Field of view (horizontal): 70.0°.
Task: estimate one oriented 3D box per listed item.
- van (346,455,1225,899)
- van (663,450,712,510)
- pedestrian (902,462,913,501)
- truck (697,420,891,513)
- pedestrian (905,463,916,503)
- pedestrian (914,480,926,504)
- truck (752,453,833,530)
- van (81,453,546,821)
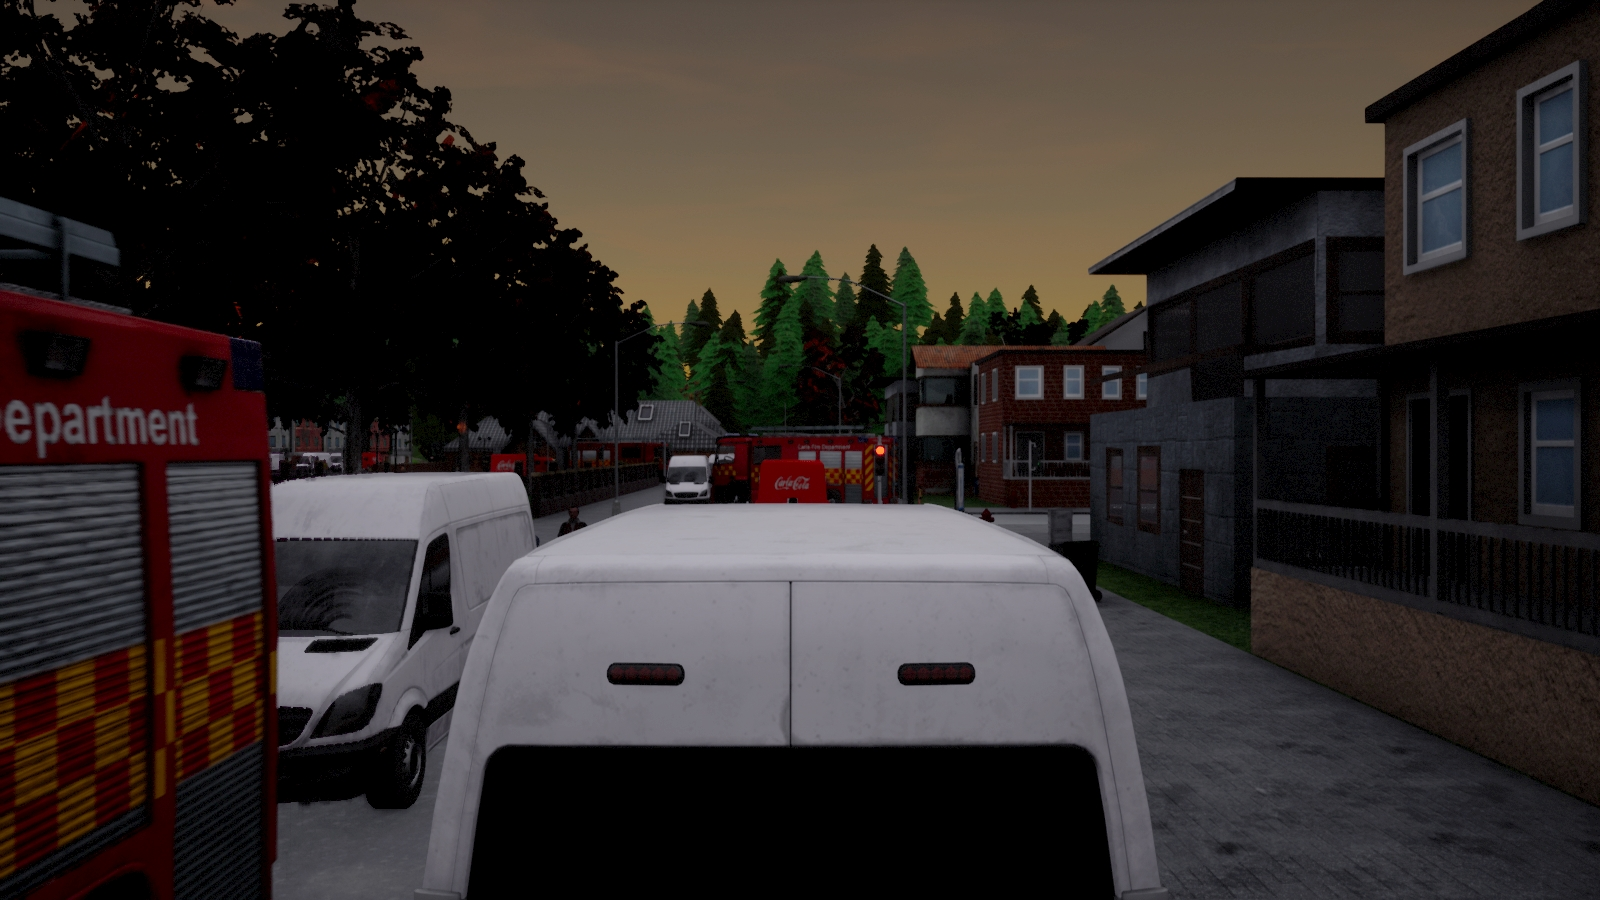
[{"bbox_3d":[-0.041,1.314,5.541,1.988,2.561,5.915,0,0,0],"label":"van"},{"bbox_3d":[-5.068,1.314,52.167,1.988,2.561,5.915,-1,0,-3],"label":"van"},{"bbox_3d":[5.131,1.516,54.738,0.375,1.860,0.375,0,0,-30],"label":"pedestrian"},{"bbox_3d":[-0.369,0.669,50.531,8.468,3.827,2.891,0,0,36],"label":"truck"},{"bbox_3d":[5.085,1.515,52.590,0.375,1.860,0.375,0,0,-27],"label":"pedestrian"},{"bbox_3d":[5.410,1.895,51.658,0.500,1.100,0.500,0,0,10],"label":"pedestrian"},{"bbox_3d":[-0.258,1.348,39.562,2.627,2.467,5.204,0,0,0],"label":"truck"},{"bbox_3d":[-4.062,1.314,10.959,1.988,2.561,5.915,0,0,-1],"label":"van"}]
